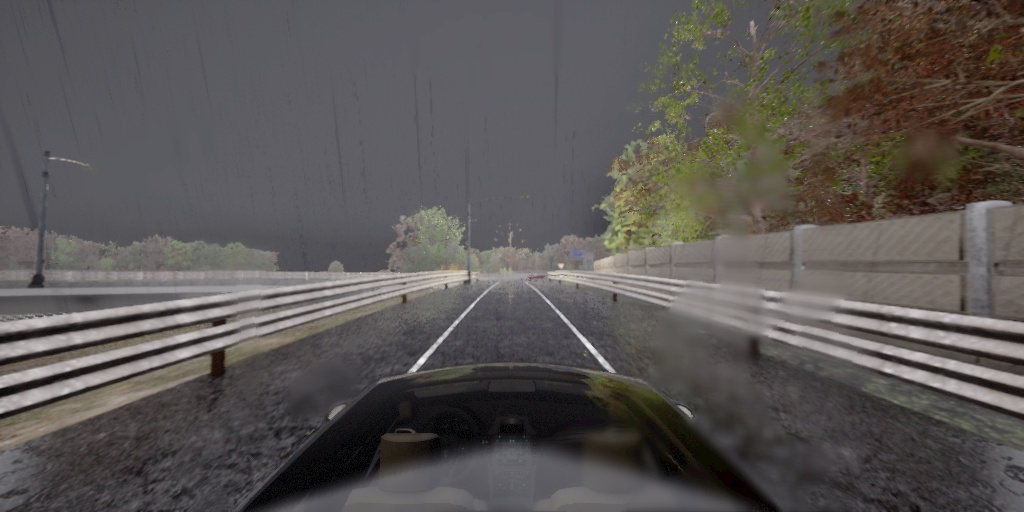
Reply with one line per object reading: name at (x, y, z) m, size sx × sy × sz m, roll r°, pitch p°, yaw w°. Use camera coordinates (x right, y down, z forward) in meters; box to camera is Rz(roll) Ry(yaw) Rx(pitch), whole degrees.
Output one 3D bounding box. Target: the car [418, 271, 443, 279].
car at (-11.686, 2.840, 50.351) m, size 1.882 × 1.535 × 5.008 m, roll -3°, pitch -4°, yaw 45°
